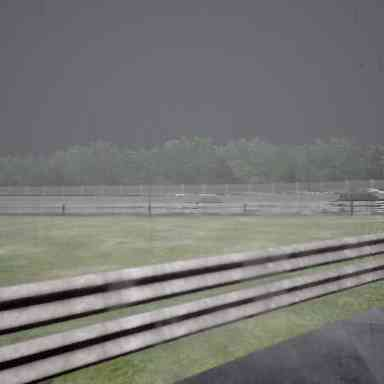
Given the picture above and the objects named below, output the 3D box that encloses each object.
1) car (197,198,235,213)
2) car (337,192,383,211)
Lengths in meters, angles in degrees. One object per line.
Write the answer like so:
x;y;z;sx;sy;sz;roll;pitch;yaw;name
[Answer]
2.919;1.493;39.885;4.553;1.767;2.097;-1;2;11;car
19.089;1.003;36.810;5.566;2.045;2.150;-2;1;11;car
